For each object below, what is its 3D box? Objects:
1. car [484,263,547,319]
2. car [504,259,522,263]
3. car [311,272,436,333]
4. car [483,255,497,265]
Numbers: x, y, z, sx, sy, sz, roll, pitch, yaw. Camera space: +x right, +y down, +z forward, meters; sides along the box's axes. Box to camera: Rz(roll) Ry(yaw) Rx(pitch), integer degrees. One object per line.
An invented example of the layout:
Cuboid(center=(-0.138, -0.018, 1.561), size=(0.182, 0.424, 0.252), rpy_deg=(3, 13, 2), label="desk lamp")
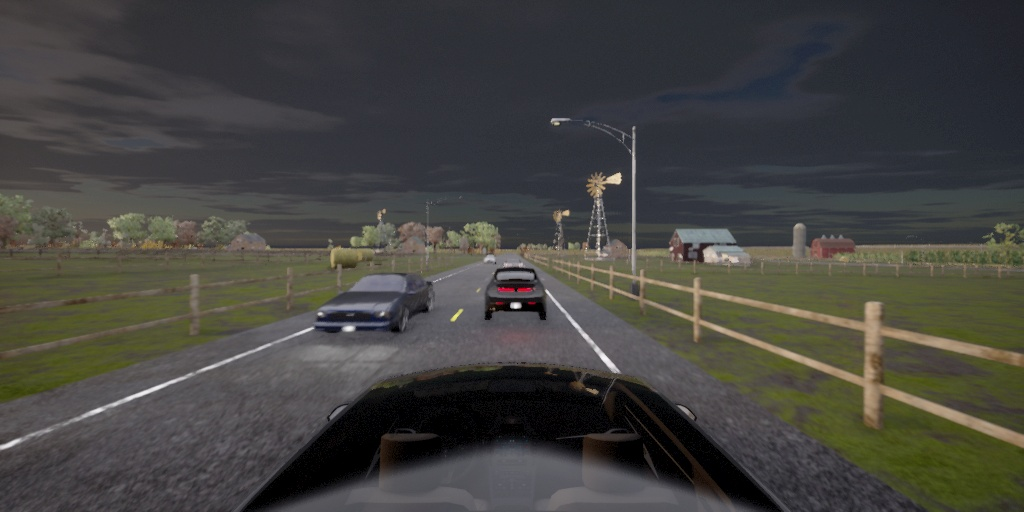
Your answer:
Cuboid(center=(0.104, 1.123, 12.139), size=(1.837, 1.490, 4.892), rpy_deg=(0, -1, 0), label="car")
Cuboid(center=(0.108, 0.933, 36.035), size=(1.895, 1.301, 4.718), rpy_deg=(0, 1, 0), label="car")
Cuboid(center=(-3.597, 1.189, 10.566), size=(2.033, 1.411, 5.357), rpy_deg=(0, 1, 0), label="car")
Cuboid(center=(-3.488, 0.599, 57.688), size=(1.812, 1.442, 4.674), rpy_deg=(0, 1, 0), label="car")
